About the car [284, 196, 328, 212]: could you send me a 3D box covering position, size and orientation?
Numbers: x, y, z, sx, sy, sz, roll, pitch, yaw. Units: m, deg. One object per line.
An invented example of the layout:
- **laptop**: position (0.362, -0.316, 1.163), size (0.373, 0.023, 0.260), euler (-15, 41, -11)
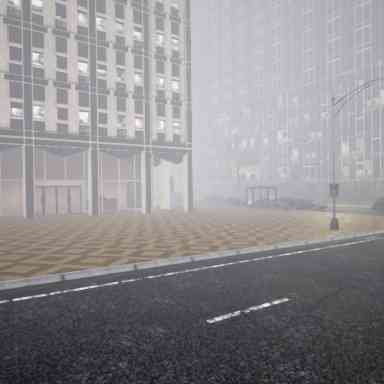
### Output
- **car**: position (12.779, 1.422, 36.561), size (1.947, 1.339, 4.313), euler (-1, 1, -34)

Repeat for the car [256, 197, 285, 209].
- **car**: position (9.592, 1.386, 41.269), size (1.802, 1.307, 4.206), euler (-1, 1, -34)

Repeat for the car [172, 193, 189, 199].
- **car**: position (-2.600, 0.934, 74.226), size (1.802, 1.307, 4.206), euler (0, 1, -34)

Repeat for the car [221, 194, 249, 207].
- **car**: position (6.439, 1.318, 45.997), size (1.947, 1.339, 4.313), euler (-1, 1, -34)

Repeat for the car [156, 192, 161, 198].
- **car**: position (-5.802, 0.613, 78.919), size (2.192, 1.841, 5.009), euler (0, 1, -34)

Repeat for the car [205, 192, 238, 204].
- **car**: position (4.670, 1.171, 53.294), size (1.812, 1.442, 4.674), euler (-1, 1, -34)

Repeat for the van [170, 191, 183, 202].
- **van**: position (-3.121, 0.936, 60.112), size (1.690, 1.788, 3.998), euler (0, 1, -34)

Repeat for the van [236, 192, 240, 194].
- **van**: position (7.004, 0.853, 60.134), size (1.690, 1.788, 3.998), euler (-1, 1, -34)

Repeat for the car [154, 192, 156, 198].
- **car**: position (-9.003, 0.684, 83.616), size (1.967, 1.590, 4.097), euler (0, 1, -34)

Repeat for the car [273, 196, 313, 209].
- **car**: position (12.552, 1.298, 41.713), size (1.812, 1.442, 4.674), euler (-1, 1, -34)

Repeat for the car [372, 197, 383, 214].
- **car**: position (19.609, 1.238, 31.350), size (2.097, 1.767, 4.553), euler (-1, 1, -34)
